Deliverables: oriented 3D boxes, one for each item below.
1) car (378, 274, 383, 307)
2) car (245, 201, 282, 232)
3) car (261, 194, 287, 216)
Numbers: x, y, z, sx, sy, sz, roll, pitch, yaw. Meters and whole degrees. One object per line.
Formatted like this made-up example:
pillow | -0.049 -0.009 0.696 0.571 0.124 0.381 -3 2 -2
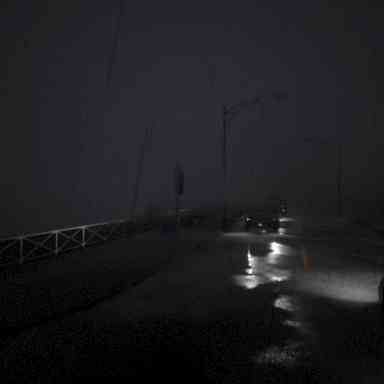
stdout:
car | 4.090 1.524 4.107 1.812 1.442 4.674 0 0 7
car | 4.443 1.532 20.630 1.812 1.442 4.674 0 0 17
car | 8.136 1.231 32.704 2.150 2.045 5.566 0 0 17
